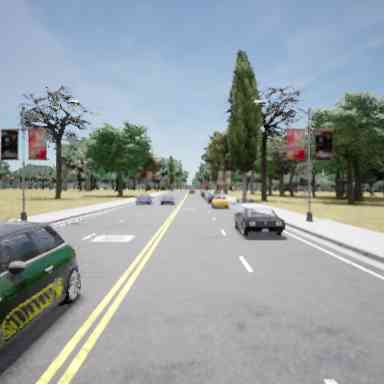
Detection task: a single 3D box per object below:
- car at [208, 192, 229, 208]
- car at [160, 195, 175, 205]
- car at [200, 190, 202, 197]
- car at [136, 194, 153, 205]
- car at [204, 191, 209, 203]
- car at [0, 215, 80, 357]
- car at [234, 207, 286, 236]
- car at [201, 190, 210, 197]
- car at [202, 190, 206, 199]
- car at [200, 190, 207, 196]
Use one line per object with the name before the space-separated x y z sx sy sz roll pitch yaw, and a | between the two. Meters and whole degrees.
car | 3.253 1.055 38.787 1.801 1.575 5.366 0 1 0
car | -3.332 1.061 45.986 2.033 1.411 5.357 0 1 0
car | 3.256 0.639 71.589 1.812 1.442 4.674 0 1 0
car | -6.579 1.039 45.982 1.812 1.442 4.674 0 1 0
car | 3.254 0.972 49.596 1.837 1.490 4.892 0 1 0
car | -3.349 1.327 4.955 2.097 1.767 4.553 0 0 0
car | 3.351 1.449 17.400 1.895 1.301 4.718 0 1 0
car | 3.257 0.395 82.617 2.163 1.488 4.792 0 1 0
car | 3.255 0.762 60.782 1.801 1.575 5.366 0 1 0
car | 3.258 0.151 93.586 1.882 1.535 5.008 0 1 0
